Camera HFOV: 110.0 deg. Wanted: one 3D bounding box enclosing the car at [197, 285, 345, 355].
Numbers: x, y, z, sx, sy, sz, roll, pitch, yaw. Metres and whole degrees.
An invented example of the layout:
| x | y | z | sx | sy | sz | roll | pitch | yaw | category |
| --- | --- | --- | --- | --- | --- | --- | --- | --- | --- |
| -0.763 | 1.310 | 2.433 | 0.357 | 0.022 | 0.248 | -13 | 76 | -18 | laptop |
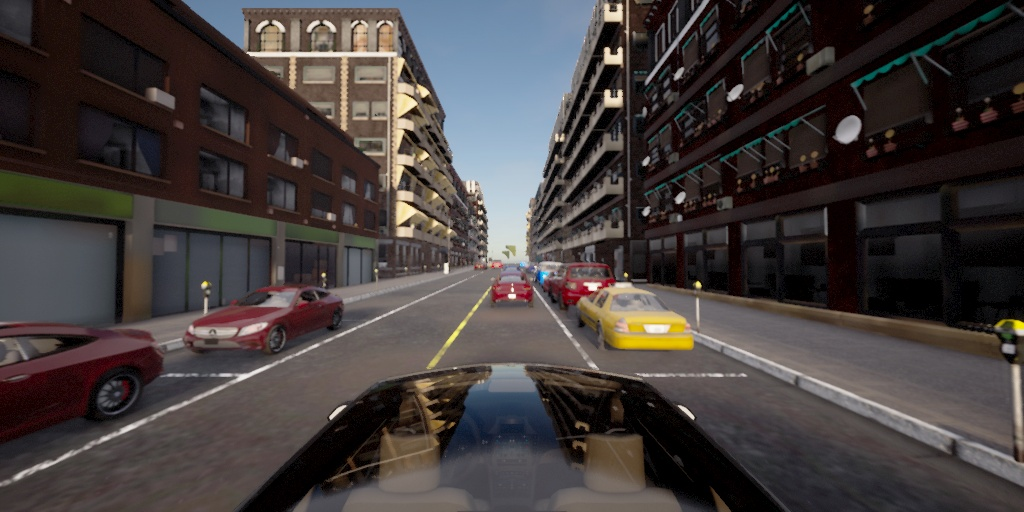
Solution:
| x | y | z | sx | sy | sz | roll | pitch | yaw | category |
| --- | --- | --- | --- | --- | --- | --- | --- | --- | --- |
| -5.688 | 1.399 | 8.867 | 1.802 | 1.307 | 4.207 | 0 | 0 | 0 | car |

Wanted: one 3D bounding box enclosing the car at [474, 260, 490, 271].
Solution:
| x | y | z | sx | sy | sz | roll | pitch | yaw | category |
| --- | --- | --- | --- | --- | --- | --- | --- | --- | --- |
| -5.678 | 1.662 | 64.576 | 2.192 | 1.841 | 5.009 | 0 | 0 | 0 | car |

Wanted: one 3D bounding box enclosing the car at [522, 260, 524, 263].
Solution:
| x | y | z | sx | sy | sz | roll | pitch | yaw | category |
| --- | --- | --- | --- | --- | --- | --- | --- | --- | --- |
| 3.123 | 1.624 | 56.543 | 2.097 | 1.767 | 4.553 | 0 | -1 | 0 | car |

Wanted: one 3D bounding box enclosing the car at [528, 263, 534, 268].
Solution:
| x | y | z | sx | sy | sz | roll | pitch | yaw | category |
| --- | --- | --- | --- | --- | --- | --- | --- | --- | --- |
| 2.697 | 1.579 | 31.109 | 2.007 | 1.370 | 4.403 | 0 | 0 | 0 | car |

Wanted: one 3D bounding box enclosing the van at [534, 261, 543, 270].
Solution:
| x | y | z | sx | sy | sz | roll | pitch | yaw | category |
| --- | --- | --- | --- | --- | --- | --- | --- | --- | --- |
| 2.696 | 1.317 | 25.538 | 1.690 | 1.789 | 3.998 | 0 | 0 | 0 | van |

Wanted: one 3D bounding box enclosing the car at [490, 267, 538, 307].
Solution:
| x | y | z | sx | sy | sz | roll | pitch | yaw | category |
| --- | --- | --- | --- | --- | --- | --- | --- | --- | --- |
| 0.006 | 1.413 | 16.231 | 1.812 | 1.442 | 4.674 | 0 | 0 | 0 | car |

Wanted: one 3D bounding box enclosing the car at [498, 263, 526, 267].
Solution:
| x | y | z | sx | sy | sz | roll | pitch | yaw | category |
| --- | --- | --- | --- | --- | --- | --- | --- | --- | --- |
| 0.009 | 1.556 | 31.224 | 1.812 | 1.442 | 4.674 | 0 | 0 | 0 | car |

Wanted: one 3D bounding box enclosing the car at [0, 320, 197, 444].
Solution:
| x | y | z | sx | sy | sz | roll | pitch | yaw | category |
| --- | --- | --- | --- | --- | --- | --- | --- | --- | --- |
| -5.689 | 1.347 | 3.296 | 1.802 | 1.307 | 4.207 | 0 | 0 | 0 | car |

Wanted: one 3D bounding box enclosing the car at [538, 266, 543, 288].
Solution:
| x | y | z | sx | sy | sz | roll | pitch | yaw | category |
| --- | --- | --- | --- | --- | --- | --- | --- | --- | --- |
| 2.695 | 1.468 | 19.968 | 1.888 | 1.381 | 4.507 | 0 | 0 | 0 | car |

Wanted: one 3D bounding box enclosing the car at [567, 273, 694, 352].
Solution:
| x | y | z | sx | sy | sz | roll | pitch | yaw | category |
| --- | --- | --- | --- | --- | --- | --- | --- | --- | --- |
| 2.692 | 1.343 | 8.995 | 1.751 | 1.417 | 4.829 | 0 | 0 | 0 | car |

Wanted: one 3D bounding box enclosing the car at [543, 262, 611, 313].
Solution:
| x | y | z | sx | sy | sz | roll | pitch | yaw | category |
| --- | --- | --- | --- | --- | --- | --- | --- | --- | --- |
| 2.694 | 1.185 | 14.396 | 2.192 | 1.841 | 5.009 | 0 | 0 | 0 | car |

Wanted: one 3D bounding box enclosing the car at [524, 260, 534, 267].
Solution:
| x | y | z | sx | sy | sz | roll | pitch | yaw | category |
| --- | --- | --- | --- | --- | --- | --- | --- | --- | --- |
| 3.122 | 1.557 | 49.542 | 2.097 | 1.767 | 4.553 | 0 | -1 | 0 | car |
